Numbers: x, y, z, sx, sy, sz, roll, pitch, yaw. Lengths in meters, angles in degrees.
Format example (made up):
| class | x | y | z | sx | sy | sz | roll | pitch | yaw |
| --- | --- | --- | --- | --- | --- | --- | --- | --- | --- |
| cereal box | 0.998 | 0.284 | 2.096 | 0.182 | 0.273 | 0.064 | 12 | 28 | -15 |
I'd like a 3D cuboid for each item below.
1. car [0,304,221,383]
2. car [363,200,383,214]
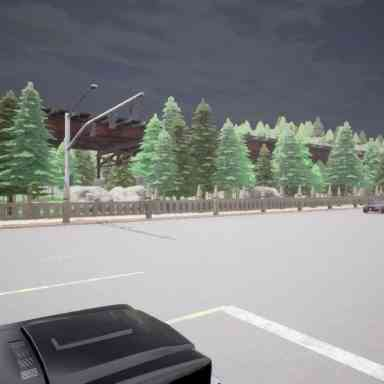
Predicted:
| class | x | y | z | sx | sy | sz | roll | pitch | yaw |
| --- | --- | --- | --- | --- | --- | --- | --- | --- | --- |
| car | -2.077 | 1.601 | 2.284 | 4.718 | 1.301 | 1.895 | 0 | 0 | -35 |
| car | 20.091 | 1.564 | 35.516 | 4.181 | 1.385 | 1.994 | 0 | 0 | -36 |
